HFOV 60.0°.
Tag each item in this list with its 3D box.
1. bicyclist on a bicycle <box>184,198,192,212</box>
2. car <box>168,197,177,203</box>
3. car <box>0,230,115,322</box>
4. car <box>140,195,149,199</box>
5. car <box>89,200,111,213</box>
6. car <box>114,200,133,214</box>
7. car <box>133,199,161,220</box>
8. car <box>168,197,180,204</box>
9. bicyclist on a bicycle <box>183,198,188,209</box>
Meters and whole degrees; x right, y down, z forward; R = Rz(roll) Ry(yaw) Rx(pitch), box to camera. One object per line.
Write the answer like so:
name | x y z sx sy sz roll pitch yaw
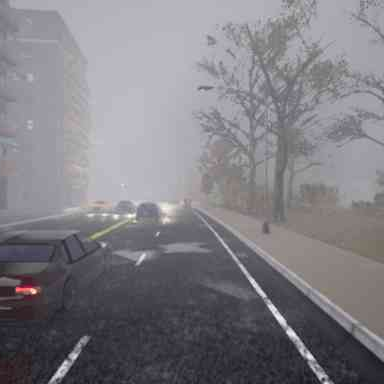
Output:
bicyclist on a bicycle | -0.389 1.648 40.830 0.866 1.612 1.509 0 -1 -4
car | -4.819 1.881 80.411 1.812 1.442 4.674 0 0 -7
car | -3.221 1.591 7.632 2.033 1.411 5.357 0 0 -1
car | -11.230 1.378 79.173 2.097 1.767 4.553 0 0 -7
car | -11.156 1.701 40.748 1.882 1.535 5.008 0 0 -3
car | -7.782 1.716 38.726 1.837 1.490 4.892 0 -1 -3
car | -3.892 1.639 30.125 1.882 1.535 5.008 0 0 -3
car | -3.702 1.951 70.218 1.895 1.301 4.718 0 0 -6
bicyclist on a bicycle | -0.926 1.702 48.707 0.582 1.620 1.656 0 -1 -4
